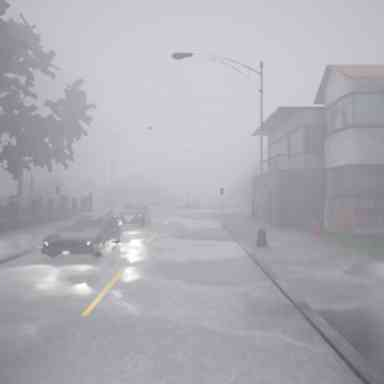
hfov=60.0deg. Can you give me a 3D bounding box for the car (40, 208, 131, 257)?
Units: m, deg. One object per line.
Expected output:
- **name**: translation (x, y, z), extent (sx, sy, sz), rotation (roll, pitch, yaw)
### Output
- **car**: translation (-4.057, 1.577, 13.344), extent (2.033, 1.411, 5.357), rotation (0, 0, 0)

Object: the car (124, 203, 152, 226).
- **car**: translation (-4.022, 1.543, 23.683), extent (2.128, 1.511, 4.902), rotation (0, 0, 0)
